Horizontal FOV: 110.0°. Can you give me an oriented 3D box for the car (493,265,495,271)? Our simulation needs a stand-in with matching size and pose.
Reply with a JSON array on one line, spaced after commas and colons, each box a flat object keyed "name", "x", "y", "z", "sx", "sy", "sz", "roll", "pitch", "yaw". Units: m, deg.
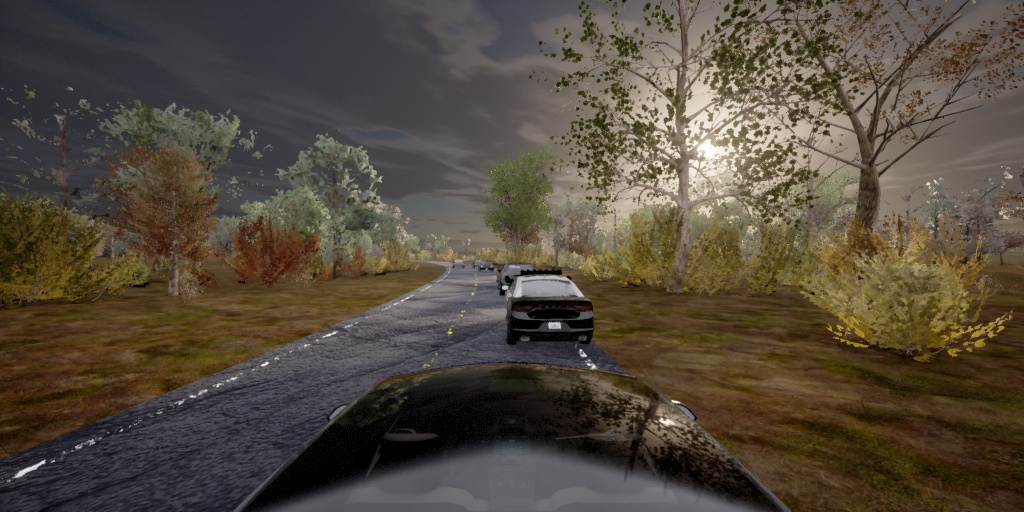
[{"name": "car", "x": -0.146, "y": 1.253, "z": 25.687, "sx": 1.837, "sy": 1.490, "sz": 4.892, "roll": 0, "pitch": 0, "yaw": -5}]

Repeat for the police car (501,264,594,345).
[{"name": "police car", "x": 0.768, "y": 1.175, "z": 9.698, "sx": 1.930, "sy": 1.638, "sz": 5.238, "roll": 0, "pitch": 0, "yaw": -2}]

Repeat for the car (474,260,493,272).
[{"name": "car", "x": -3.479, "y": 1.347, "z": 46.593, "sx": 1.895, "sy": 1.301, "sz": 4.718, "roll": 0, "pitch": 0, "yaw": -9}]

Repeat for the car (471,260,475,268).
[{"name": "car", "x": -5.571, "y": 1.291, "z": 58.833, "sx": 2.033, "sy": 1.411, "sz": 5.357, "roll": 0, "pitch": 0, "yaw": -11}]

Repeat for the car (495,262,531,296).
[{"name": "car", "x": 0.298, "y": 1.100, "z": 19.627, "sx": 2.097, "sy": 1.767, "sz": 4.553, "roll": 0, "pitch": 0, "yaw": -4}]

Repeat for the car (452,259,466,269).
[{"name": "car", "x": -8.416, "y": 1.271, "z": 56.753, "sx": 1.812, "sy": 1.442, "sz": 4.674, "roll": 0, "pitch": 0, "yaw": -11}]
